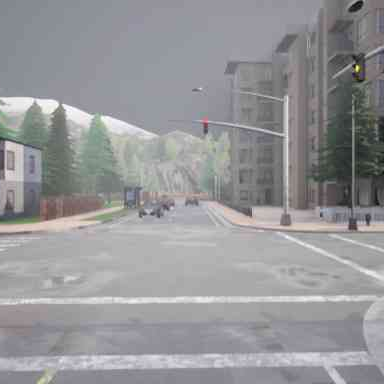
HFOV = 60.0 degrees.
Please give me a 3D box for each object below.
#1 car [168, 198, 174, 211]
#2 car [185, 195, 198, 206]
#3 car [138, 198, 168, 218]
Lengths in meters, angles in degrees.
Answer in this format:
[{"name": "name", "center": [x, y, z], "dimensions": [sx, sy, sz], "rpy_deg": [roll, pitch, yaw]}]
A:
[{"name": "car", "center": [-3.610, 1.581, 40.013], "dimensions": [1.895, 1.301, 4.718], "rpy_deg": [0, 0, 0]}, {"name": "car", "center": [-0.029, 1.325, 54.392], "dimensions": [2.097, 1.767, 4.553], "rpy_deg": [0, 0, 0]}, {"name": "car", "center": [-3.608, 1.476, 29.990], "dimensions": [2.128, 1.511, 4.902], "rpy_deg": [0, 0, 0]}]
